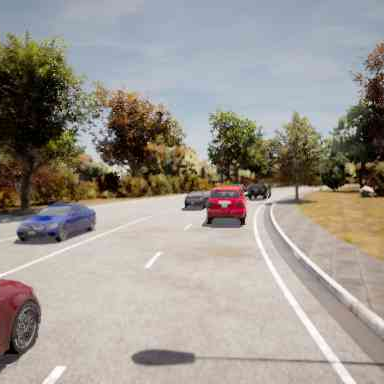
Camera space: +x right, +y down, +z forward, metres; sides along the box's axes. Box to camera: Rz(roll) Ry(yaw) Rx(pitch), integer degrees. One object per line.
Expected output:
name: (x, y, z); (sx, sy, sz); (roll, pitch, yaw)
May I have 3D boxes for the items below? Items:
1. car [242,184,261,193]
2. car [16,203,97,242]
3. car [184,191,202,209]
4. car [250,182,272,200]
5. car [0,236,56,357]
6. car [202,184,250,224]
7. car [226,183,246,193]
car: (11.211, -0.657, 62.402); (1.882, 1.535, 5.008); (-1, 2, 32)
car: (-5.896, 1.245, 15.162); (1.812, 1.442, 4.674); (0, 2, 8)
car: (0.714, 0.643, 29.486); (2.128, 1.511, 4.902); (0, 2, 16)
car: (8.445, -0.180, 41.255); (2.150, 2.045, 5.566); (0, 2, 22)
car: (-3.215, 1.496, 3.049); (1.812, 1.442, 4.674); (0, 1, 2)
car: (2.222, 0.705, 20.201); (2.150, 2.045, 5.566); (0, 2, 11)
car: (8.596, -0.772, 64.833); (2.097, 1.767, 4.553); (-1, 2, 32)
